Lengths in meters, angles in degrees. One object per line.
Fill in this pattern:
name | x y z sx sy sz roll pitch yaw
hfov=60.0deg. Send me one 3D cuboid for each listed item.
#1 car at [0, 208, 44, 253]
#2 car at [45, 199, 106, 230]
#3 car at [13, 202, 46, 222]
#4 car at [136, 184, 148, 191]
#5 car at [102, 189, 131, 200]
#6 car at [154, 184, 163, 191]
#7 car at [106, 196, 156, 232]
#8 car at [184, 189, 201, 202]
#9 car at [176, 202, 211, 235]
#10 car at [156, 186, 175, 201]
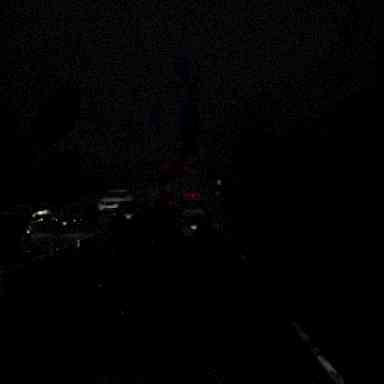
car | -7.100 1.490 10.839 2.128 1.511 4.902 0 0 0
car | -7.092 1.468 20.930 1.837 1.490 4.892 0 1 0
car | -10.588 1.457 21.615 1.837 1.490 4.892 0 1 0
car | -10.503 -0.916 70.235 1.994 1.385 4.181 0 3 0
car | -7.047 0.821 31.241 2.150 2.045 5.566 0 3 0
car | -7.003 -0.943 70.233 2.128 1.511 4.902 0 3 0
car | -3.401 1.330 19.949 2.097 1.767 4.553 0 1 0
car | 0.098 0.370 42.477 2.097 1.767 4.553 0 3 0
car | 0.086 1.515 18.535 1.812 1.442 4.674 0 0 0
car | -3.401 0.336 45.580 1.882 1.535 5.008 0 3 0
